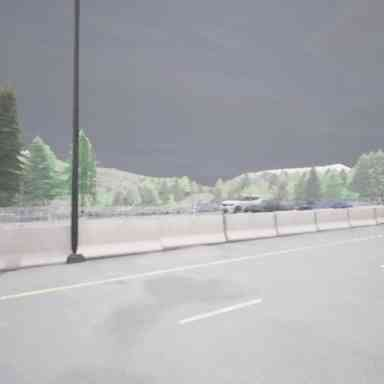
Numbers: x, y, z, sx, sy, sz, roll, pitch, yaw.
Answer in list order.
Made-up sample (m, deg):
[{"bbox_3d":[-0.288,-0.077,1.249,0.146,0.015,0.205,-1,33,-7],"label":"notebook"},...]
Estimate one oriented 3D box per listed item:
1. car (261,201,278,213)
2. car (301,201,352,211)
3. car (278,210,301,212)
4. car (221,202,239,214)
[{"bbox_3d":[7.963,1.678,35.403,5.357,1.411,2.033,0,0,-35],"label":"car"},{"bbox_3d":[12.427,1.541,29.988,5.008,1.535,1.882,-1,0,-35],"label":"car"},{"bbox_3d":[11.209,1.599,33.415,4.892,1.490,1.837,0,-1,-35],"label":"car"},{"bbox_3d":[5.839,1.385,38.190,5.566,2.045,2.150,0,0,-35],"label":"car"}]
